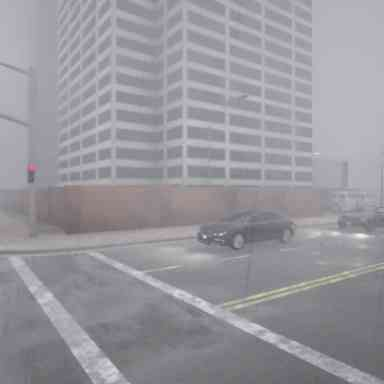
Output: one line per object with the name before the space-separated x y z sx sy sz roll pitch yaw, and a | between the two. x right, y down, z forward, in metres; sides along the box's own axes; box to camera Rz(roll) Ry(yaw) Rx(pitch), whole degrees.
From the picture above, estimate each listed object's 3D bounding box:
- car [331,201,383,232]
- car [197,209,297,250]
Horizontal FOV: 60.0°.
car | 10.830 1.523 20.292 4.674 1.442 1.812 0 0 -35
car | 2.469 1.504 14.346 4.892 1.490 1.837 0 0 -35
